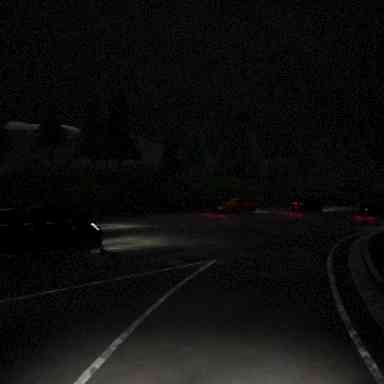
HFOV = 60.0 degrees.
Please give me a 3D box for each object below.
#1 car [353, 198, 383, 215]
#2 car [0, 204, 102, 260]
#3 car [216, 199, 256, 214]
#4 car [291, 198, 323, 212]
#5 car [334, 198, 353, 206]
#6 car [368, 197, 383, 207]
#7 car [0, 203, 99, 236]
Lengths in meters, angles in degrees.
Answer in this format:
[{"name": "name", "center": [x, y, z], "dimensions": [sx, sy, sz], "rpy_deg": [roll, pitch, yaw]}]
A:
[{"name": "car", "center": [18.604, 1.468, 33.573], "dimensions": [4.902, 1.511, 2.128], "rpy_deg": [0, 0, -41]}, {"name": "car", "center": [-5.658, 1.344, 12.158], "dimensions": [4.553, 1.767, 2.097], "rpy_deg": [0, 0, -41]}, {"name": "car", "center": [4.763, 1.455, 35.361], "dimensions": [5.008, 1.535, 1.882], "rpy_deg": [0, 0, -41]}, {"name": "car", "center": [13.265, 1.466, 38.197], "dimensions": [4.902, 1.511, 2.128], "rpy_deg": [0, 0, -41]}, {"name": "car", "center": [24.500, 1.566, 52.778], "dimensions": [4.718, 1.301, 1.895], "rpy_deg": [0, 0, -41]}, {"name": "car", "center": [29.983, 1.566, 52.953], "dimensions": [4.718, 1.301, 1.895], "rpy_deg": [0, 0, -41]}, {"name": "car", "center": [-8.142, 1.466, 19.304], "dimensions": [5.008, 1.535, 1.882], "rpy_deg": [0, 0, -41]}]
